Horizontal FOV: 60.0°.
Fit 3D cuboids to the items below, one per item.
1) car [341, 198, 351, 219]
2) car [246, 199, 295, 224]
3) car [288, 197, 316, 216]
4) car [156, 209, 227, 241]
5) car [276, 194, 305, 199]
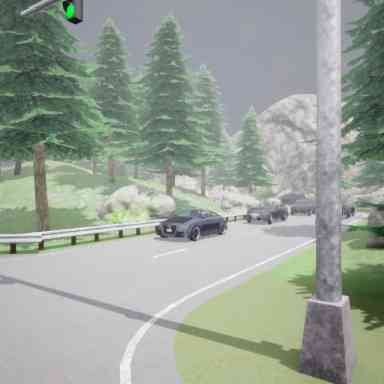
[{"bbox_3d":[13.314,1.326,29.915,2.097,1.767,4.553,0,0,32],"label":"car"},{"bbox_3d":[5.733,1.507,25.100,2.128,1.511,4.902,0,0,35],"label":"car"},{"bbox_3d":[11.314,1.520,33.658,1.837,1.490,4.892,0,0,28],"label":"car"},{"bbox_3d":[0.090,1.579,16.910,1.994,1.385,4.181,0,0,35],"label":"car"},{"bbox_3d":[15.610,1.321,53.354,2.150,2.045,5.566,3,-2,-38],"label":"car"}]
